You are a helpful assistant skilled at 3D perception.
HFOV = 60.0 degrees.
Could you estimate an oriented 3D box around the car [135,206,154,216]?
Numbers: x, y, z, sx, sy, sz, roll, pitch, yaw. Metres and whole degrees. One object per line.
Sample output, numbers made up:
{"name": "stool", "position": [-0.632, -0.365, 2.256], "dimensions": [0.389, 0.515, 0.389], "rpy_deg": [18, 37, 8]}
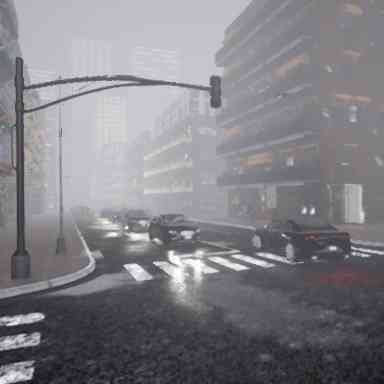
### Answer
{"name": "car", "position": [-7.208, 2.865, 50.187], "dimensions": [1.802, 1.307, 4.206], "rpy_deg": [-1, -1, -21]}

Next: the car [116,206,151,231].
{"name": "car", "position": [-4.435, 2.198, 26.746], "dimensions": [2.128, 1.511, 4.902], "rpy_deg": [-1, -1, -21]}

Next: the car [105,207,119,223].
{"name": "car", "position": [-7.755, 2.566, 35.451], "dimensions": [1.895, 1.301, 4.718], "rpy_deg": [-1, -1, -21]}

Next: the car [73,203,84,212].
{"name": "car", "position": [-25.045, 3.465, 73.379], "dimensions": [2.192, 1.841, 5.009], "rpy_deg": [-1, -1, -21]}

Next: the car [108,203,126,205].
{"name": "car", "position": [-12.974, 3.042, 57.756], "dimensions": [1.882, 1.535, 5.008], "rpy_deg": [-1, -1, -21]}

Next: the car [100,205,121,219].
{"name": "car", "position": [-11.267, 2.804, 44.713], "dimensions": [1.994, 1.385, 4.181], "rpy_deg": [-1, -1, -21]}

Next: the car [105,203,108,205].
{"name": "car", "position": [-19.219, 3.534, 81.575], "dimensions": [2.192, 1.841, 5.009], "rpy_deg": [-1, -1, -21]}

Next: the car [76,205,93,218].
{"name": "car", "position": [-15.014, 2.952, 47.230], "dimensions": [1.802, 1.307, 4.206], "rpy_deg": [-1, -1, -21]}

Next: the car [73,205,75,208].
{"name": "car", "position": [-19.015, 3.232, 57.691], "dimensions": [2.008, 1.369, 4.403], "rpy_deg": [-1, -1, -21]}

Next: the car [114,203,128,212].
{"name": "car", "position": [-15.218, 3.222, 71.114], "dimensions": [2.192, 1.841, 5.009], "rpy_deg": [-1, -1, -21]}

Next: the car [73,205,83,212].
{"name": "car", "position": [-27.055, 3.857, 78.599], "dimensions": [2.008, 1.369, 4.403], "rpy_deg": [-1, -1, -21]}

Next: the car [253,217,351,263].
{"name": "car", "position": [4.037, 1.714, 13.089], "dimensions": [1.882, 1.535, 5.008], "rpy_deg": [0, -1, -11]}

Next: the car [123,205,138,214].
{"name": "car", "position": [-11.271, 3.125, 60.808], "dimensions": [1.752, 1.417, 4.829], "rpy_deg": [-1, -1, -21]}

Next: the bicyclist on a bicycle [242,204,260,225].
{"name": "bicyclist on a bicycle", "position": [4.789, 1.834, 27.061], "dimensions": [1.656, 1.620, 0.582], "rpy_deg": [-1, -1, -21]}

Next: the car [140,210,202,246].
{"name": "car", "position": [-1.056, 1.936, 17.953], "dimensions": [2.128, 1.511, 4.902], "rpy_deg": [-1, -1, -21]}

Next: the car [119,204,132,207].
{"name": "car", "position": [-9.406, 2.853, 48.537], "dimensions": [1.994, 1.385, 4.181], "rpy_deg": [-1, -1, -20]}

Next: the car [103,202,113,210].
{"name": "car", "position": [-23.220, 3.846, 92.035], "dimensions": [2.192, 1.841, 5.009], "rpy_deg": [-1, -1, -21]}

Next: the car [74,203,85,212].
{"name": "car", "position": [-17.018, 2.966, 52.463], "dimensions": [1.967, 1.590, 4.097], "rpy_deg": [-1, -1, -21]}
